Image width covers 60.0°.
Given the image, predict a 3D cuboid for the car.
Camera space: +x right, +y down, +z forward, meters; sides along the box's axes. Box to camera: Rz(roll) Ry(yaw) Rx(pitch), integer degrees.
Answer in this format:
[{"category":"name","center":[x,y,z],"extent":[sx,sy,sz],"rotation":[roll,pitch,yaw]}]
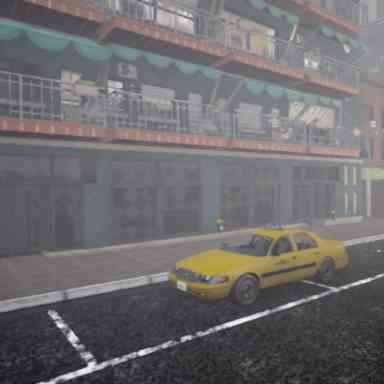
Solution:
[{"category":"car","center":[1.763,1.467,7.828],"extent":[4.829,1.417,1.752],"rotation":[-1,0,-35]}]
